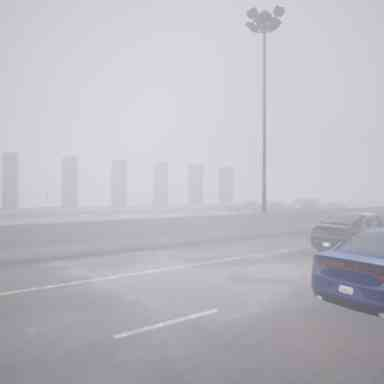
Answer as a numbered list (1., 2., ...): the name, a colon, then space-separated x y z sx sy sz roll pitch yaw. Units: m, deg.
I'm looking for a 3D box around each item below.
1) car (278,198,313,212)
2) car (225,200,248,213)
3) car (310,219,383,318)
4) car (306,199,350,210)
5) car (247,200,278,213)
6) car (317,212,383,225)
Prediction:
1. car: 11.275 1.420 33.848 4.553 1.767 2.097 0 0 -37
2. car: 6.358 1.614 38.915 5.357 1.411 2.033 0 0 -37
3. car: 4.601 1.496 7.025 5.008 1.535 1.882 0 0 -35
4. car: 12.875 1.632 30.676 4.181 1.385 1.994 0 0 -37
5. car: 8.477 1.631 36.126 4.181 1.385 1.994 0 0 -37
6. car: 6.520 1.535 12.709 4.892 1.490 1.837 0 0 -36
